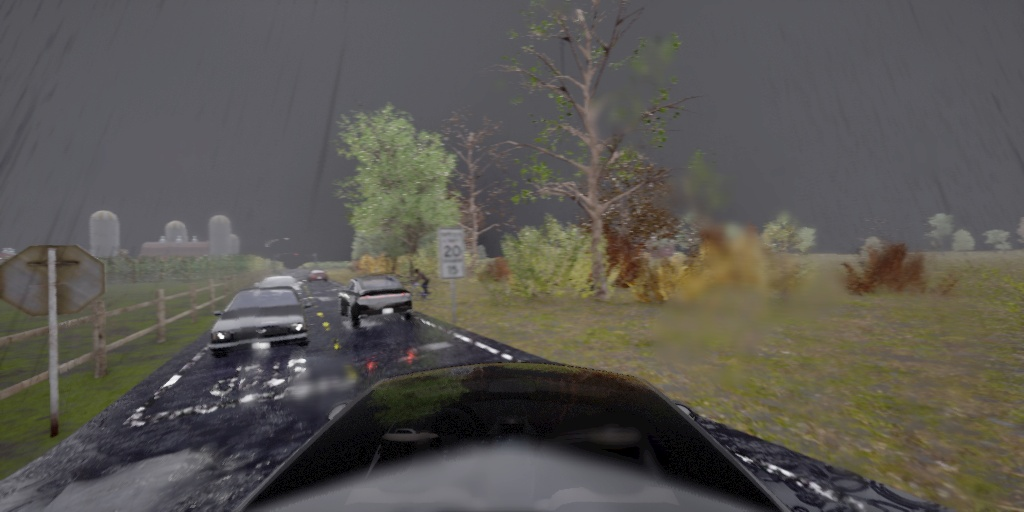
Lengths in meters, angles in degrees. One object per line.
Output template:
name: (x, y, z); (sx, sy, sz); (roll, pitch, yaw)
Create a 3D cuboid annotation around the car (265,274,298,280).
car: (-11.959, 1.767, 18.494); (1.812, 1.442, 4.674); (-2, 0, -31)

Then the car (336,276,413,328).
car: (-4.919, 1.457, 12.627); (2.128, 1.511, 4.902); (-2, 0, -31)

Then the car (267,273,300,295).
car: (-17.123, 2.060, 26.985); (1.895, 1.301, 4.718); (-2, 0, -31)

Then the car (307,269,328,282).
car: (-22.009, 2.214, 40.634); (1.812, 1.442, 4.674); (-2, 0, -31)

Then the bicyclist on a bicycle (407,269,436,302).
bicyclist on a bicycle: (-4.571, 1.445, 17.878); (1.656, 1.620, 0.582); (-1, -1, -31)

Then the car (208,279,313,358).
car: (-6.652, 1.564, 9.808); (2.033, 1.411, 5.357); (-2, 0, -31)
